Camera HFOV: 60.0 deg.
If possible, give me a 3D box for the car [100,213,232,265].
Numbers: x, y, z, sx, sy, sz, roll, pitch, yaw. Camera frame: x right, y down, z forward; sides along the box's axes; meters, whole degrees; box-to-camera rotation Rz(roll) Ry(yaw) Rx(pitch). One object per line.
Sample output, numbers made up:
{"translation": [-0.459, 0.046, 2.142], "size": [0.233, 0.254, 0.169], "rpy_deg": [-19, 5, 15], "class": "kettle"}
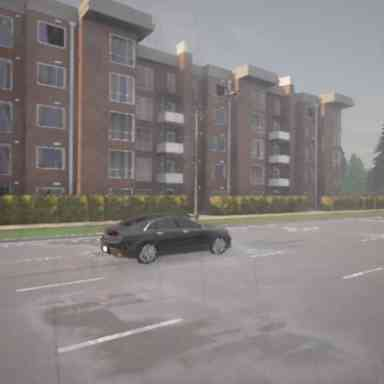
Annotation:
{"translation": [-0.744, 1.529, 11.812], "size": [4.892, 1.490, 1.837], "rpy_deg": [0, 0, -35], "class": "car"}
